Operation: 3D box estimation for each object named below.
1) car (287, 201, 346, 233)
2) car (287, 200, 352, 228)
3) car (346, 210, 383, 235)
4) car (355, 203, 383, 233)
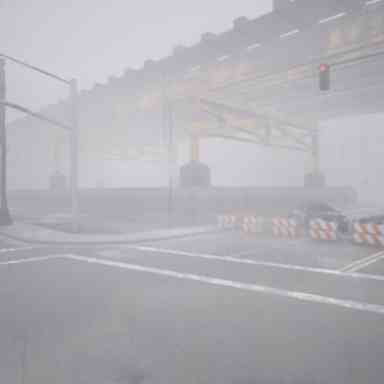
[{"bbox_3d":[6.843,1.300,18.375,2.038,1.542,4.974,0,0,0],"label":"car"},{"bbox_3d":[6.842,1.142,18.426,1.853,1.218,4.536,0,0,0],"label":"car"},{"bbox_3d":[10.006,1.298,15.024,4.974,1.542,2.038,0,0,10],"label":"car"},{"bbox_3d":[10.057,1.140,15.014,4.536,1.218,1.853,0,0,10],"label":"car"}]
